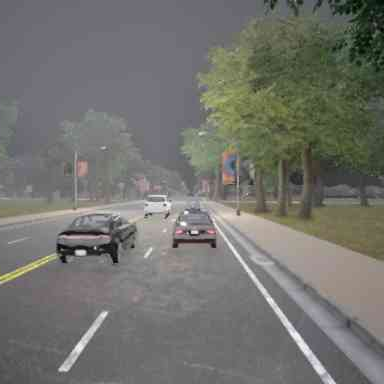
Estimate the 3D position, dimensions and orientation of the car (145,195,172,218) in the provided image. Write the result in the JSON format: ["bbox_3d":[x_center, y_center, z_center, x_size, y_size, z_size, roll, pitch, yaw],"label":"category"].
[{"bbox_3d":[-3.150,1.324,31.413,2.150,2.045,5.566,0,0,0],"label":"car"}]

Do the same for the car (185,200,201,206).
[{"bbox_3d":[0.102,1.702,39.774,2.033,1.411,5.357,0,0,0],"label":"car"}]

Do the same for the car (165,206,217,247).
[{"bbox_3d":[0.100,1.574,15.095,2.033,1.411,5.357,0,0,0],"label":"car"}]

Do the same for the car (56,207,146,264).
[{"bbox_3d":[-3.149,1.509,11.848,2.128,1.511,4.902,0,0,0],"label":"car"}]
